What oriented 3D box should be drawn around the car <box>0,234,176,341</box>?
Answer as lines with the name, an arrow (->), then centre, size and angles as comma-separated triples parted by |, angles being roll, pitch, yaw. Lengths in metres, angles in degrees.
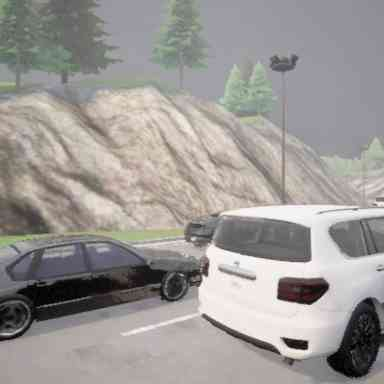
car -> -2.188, 1.556, 6.523 | 5.357, 1.411, 2.033 | 0, 0, -36

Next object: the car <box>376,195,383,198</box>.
car -> 18.509, 1.339, 31.118 | 2.150, 2.045, 5.566 | 1, 0, 38

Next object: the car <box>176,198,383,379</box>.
car -> 2.658, 1.242, 5.810 | 5.566, 2.045, 2.150 | 0, 0, -38

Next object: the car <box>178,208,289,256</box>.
car -> 1.904, 1.541, 14.191 | 4.892, 1.490, 1.837 | 0, 0, -40
